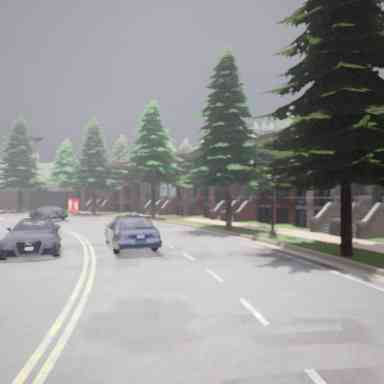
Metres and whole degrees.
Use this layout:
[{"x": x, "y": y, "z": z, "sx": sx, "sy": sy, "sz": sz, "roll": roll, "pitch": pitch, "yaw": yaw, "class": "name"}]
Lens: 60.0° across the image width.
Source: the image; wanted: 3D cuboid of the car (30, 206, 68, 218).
[{"x": -13.967, "y": 2.050, "z": 32.337, "sx": 5.357, "sy": 1.411, "sz": 2.033, "roll": -1, "pitch": -1, "yaw": 44, "class": "car"}]

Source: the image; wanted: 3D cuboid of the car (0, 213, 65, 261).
[{"x": -6.259, "y": 1.775, "z": 13.244, "sx": 1.994, "sy": 1.385, "sz": 4.181, "roll": 0, "pitch": -1, "yaw": -21, "class": "car"}]

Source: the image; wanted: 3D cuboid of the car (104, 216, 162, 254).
[{"x": -2.753, "y": 1.751, "z": 14.741, "sx": 2.033, "sy": 1.411, "sz": 5.357, "roll": 0, "pitch": -1, "yaw": -20, "class": "car"}]

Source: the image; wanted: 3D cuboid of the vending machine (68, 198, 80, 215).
[{"x": -15.324, "y": 1.842, "z": 43.145, "sx": 0.880, "sy": 2.100, "sz": 1.100, "roll": -1, "pitch": -1, "yaw": 36, "class": "vending machine"}]
